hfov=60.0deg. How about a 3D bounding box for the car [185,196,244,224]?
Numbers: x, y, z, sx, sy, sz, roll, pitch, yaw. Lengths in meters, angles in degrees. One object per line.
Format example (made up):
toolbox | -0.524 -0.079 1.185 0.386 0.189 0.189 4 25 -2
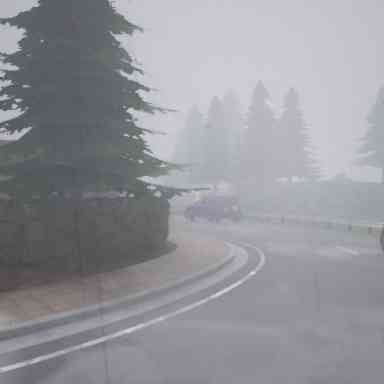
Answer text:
car | 1.614 1.303 25.978 2.150 2.045 5.566 0 0 -34

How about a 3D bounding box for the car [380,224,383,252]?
car | 7.474 1.222 10.025 2.150 2.045 5.566 0 0 18
